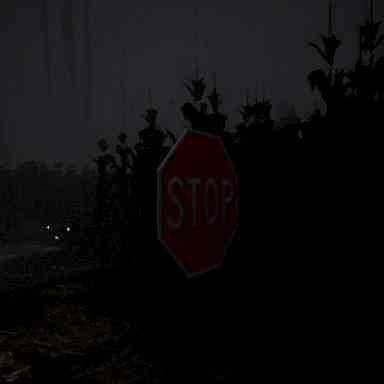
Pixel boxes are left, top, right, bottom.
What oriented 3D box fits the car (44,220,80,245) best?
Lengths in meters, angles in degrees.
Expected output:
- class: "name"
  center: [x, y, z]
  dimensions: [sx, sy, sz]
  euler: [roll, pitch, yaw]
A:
- class: "car"
  center: [-4.485, 1.625, 15.911]
  dimensions: [1.895, 1.301, 4.718]
  euler: [0, 0, 35]
